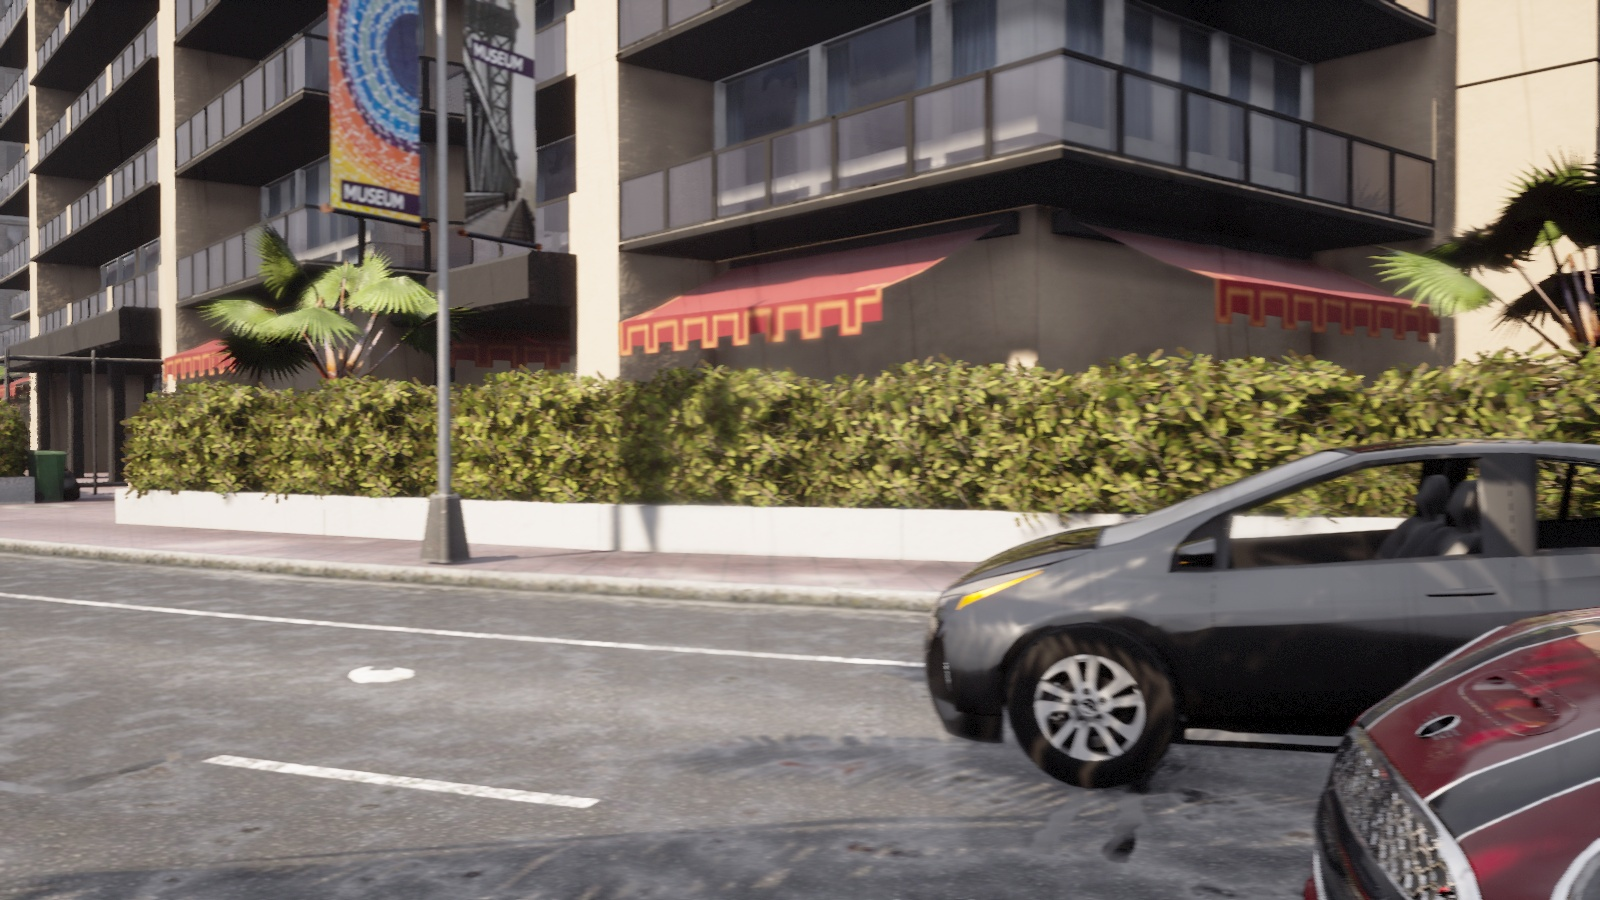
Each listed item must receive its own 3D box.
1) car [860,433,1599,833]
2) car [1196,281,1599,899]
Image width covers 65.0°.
[{"bbox_3d":[2.718,0.691,5.965,4.514,1.525,2.007,0,1,16],"label":"car"},{"bbox_3d":[3.147,0.663,2.201,4.553,1.767,2.097,0,1,14],"label":"car"}]
